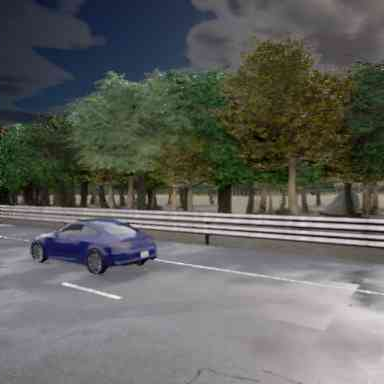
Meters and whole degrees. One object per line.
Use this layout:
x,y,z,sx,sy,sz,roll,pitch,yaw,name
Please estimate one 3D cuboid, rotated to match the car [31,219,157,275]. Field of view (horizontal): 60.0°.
-3.187,1.573,10.551,4.674,1.442,1.812,0,0,35,car
